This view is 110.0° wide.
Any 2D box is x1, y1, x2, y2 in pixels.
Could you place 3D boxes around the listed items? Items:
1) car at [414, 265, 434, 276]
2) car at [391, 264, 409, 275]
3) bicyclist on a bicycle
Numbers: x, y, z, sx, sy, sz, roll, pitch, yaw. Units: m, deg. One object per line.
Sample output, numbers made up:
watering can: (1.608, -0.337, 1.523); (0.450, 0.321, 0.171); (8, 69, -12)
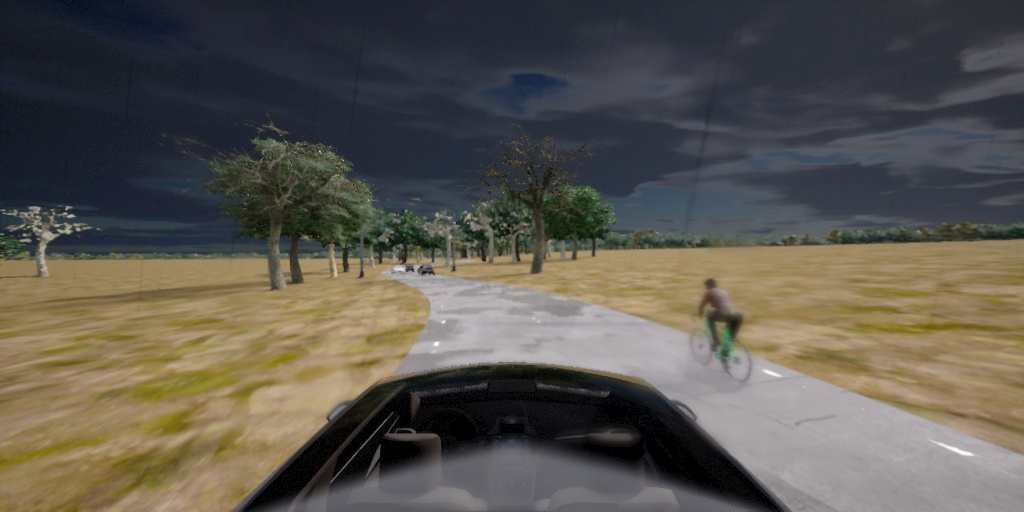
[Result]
car: (-12.471, 2.034, 51.750); (1.837, 1.490, 4.892); (0, -1, -23)
car: (-17.831, 2.149, 56.306); (1.812, 1.442, 4.674); (2, -2, -23)
bicyclist on a bicycle: (3.556, 1.220, 6.224); (0.582, 1.620, 1.656); (0, -1, -3)
